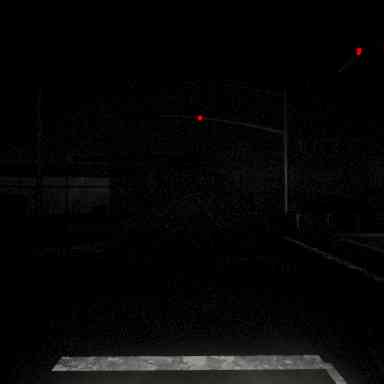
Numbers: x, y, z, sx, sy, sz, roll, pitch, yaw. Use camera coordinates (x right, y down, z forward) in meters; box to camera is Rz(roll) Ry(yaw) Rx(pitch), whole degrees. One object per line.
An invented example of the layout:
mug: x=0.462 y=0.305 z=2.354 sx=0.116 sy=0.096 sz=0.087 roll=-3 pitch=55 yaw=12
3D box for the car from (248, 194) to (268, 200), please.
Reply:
car: x=18.102 y=1.333 z=91.563 sx=4.902 sy=1.511 sz=2.128 roll=0 pitch=0 yaw=0

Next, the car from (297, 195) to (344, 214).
car: x=13.006 y=1.330 z=31.348 sx=5.027 sy=1.636 sz=2.152 roll=0 pitch=0 yaw=0

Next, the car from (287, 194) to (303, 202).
car: x=21.306 y=1.097 z=65.675 sx=4.605 sy=1.855 sz=1.932 roll=0 pitch=0 yaw=0

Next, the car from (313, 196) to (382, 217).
car: x=13.070 y=1.339 z=28.212 sx=4.514 sy=1.523 sz=2.007 roll=0 pitch=0 yaw=0

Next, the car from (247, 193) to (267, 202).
car: x=13.426 y=1.077 z=68.932 sx=3.866 sy=1.878 sz=1.905 roll=0 pitch=0 yaw=0

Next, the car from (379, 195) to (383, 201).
car: x=38.701 y=1.153 z=62.601 sx=5.027 sy=1.636 sz=2.152 roll=0 pitch=0 yaw=0

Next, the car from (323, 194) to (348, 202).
car: x=31.291 y=1.298 z=72.653 sx=4.514 sy=1.523 sz=2.007 roll=0 pitch=0 yaw=0

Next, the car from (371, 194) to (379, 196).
car: x=38.354 y=1.232 z=69.017 sx=3.806 sy=1.475 sz=1.970 roll=0 pitch=0 yaw=0

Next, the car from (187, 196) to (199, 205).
car: x=0.229 y=1.505 z=59.243 sx=1.837 sy=1.490 sz=4.892 roll=0 pitch=0 yaw=0

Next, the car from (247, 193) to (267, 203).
car: x=12.827 y=1.361 z=65.605 sx=3.806 sy=1.475 sz=1.970 roll=0 pitch=0 yaw=0

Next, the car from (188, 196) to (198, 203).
car: x=0.249 y=1.547 z=69.629 sx=2.033 sy=1.411 sz=5.357 roll=0 pitch=0 yaw=0

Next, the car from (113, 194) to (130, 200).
car: x=-19.433 y=1.332 z=91.525 sx=4.674 sy=1.442 sz=1.812 roll=0 pitch=0 yaw=0

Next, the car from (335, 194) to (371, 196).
car: x=20.636 y=1.320 z=43.223 sx=3.633 sy=1.501 sz=1.845 roll=0 pitch=0 yaw=0
